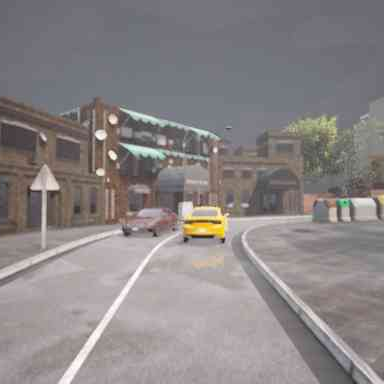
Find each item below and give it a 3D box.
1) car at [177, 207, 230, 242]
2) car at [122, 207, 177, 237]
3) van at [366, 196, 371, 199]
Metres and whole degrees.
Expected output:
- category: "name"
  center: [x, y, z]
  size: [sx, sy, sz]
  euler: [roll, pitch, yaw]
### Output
- category: "car"
  center: [0.794, 1.472, 16.462]
  size: [1.882, 1.535, 5.008]
  euler: [-1, 0, 8]
- category: "car"
  center: [-2.105, 1.555, 18.198]
  size: [1.812, 1.442, 4.674]
  euler: [-1, -1, 16]
- category: "van"
  center: [23.692, 1.429, 41.226]
  size: [1.878, 1.987, 4.442]
  euler: [-3, -2, -12]
